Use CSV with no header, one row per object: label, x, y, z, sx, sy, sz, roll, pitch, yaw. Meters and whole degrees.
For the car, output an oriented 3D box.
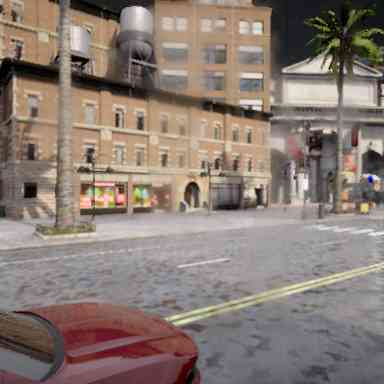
car,-2.201,1.477,2.166,5.008,1.535,1.882,0,0,-36
